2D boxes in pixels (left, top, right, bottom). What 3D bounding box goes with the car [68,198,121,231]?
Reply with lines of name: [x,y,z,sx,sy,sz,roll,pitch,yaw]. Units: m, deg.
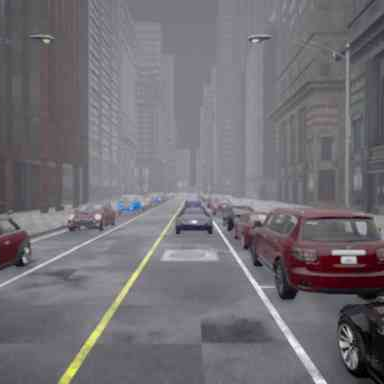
car: [-5.753,1.333,19.516,1.967,1.590,4.097,0,0,0]

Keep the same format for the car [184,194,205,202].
car: [0.122,1.280,36.360,1.882,1.535,5.008,0,0,0]

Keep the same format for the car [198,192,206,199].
car: [2.815,0.844,92.788,2.192,1.841,5.009,0,0,0]

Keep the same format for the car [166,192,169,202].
car: [-5.730,1.003,58.971,2.192,1.841,5.009,0,0,0]

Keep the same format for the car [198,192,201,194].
car: [2.806,1.187,75.882,1.802,1.307,4.206,0,0,0]

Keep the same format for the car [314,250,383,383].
car: [2.763,1.551,2.610,1.947,1.339,4.313,0,0,0]

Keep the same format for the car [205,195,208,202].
car: [2.786,1.339,42.064,1.947,1.339,4.313,0,0,0]

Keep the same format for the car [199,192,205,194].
car: [2.803,1.214,70.245,1.802,1.307,4.206,0,0,0]

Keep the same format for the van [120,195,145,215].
van: [-5.746,1.173,30.788,1.690,1.788,3.998,0,0,0]

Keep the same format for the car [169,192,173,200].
car: [-5.722,1.198,70.245,1.947,1.339,4.313,0,0,0]

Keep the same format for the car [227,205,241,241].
car: [2.769,1.468,13.883,1.887,1.381,4.507,0,0,0]

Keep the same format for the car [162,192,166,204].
car: [-5.733,1.157,53.334,1.967,1.590,4.097,0,0,0]

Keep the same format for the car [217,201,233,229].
car: [2.773,1.459,19.519,1.947,1.339,4.313,0,0,0]

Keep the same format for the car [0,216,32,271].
car: [-5.759,1.395,8.242,1.967,1.590,4.097,0,0,0]

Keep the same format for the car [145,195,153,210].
car: [-5.742,1.328,36.256,1.752,1.417,4.829,0,0,0]

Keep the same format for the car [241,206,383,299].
car: [2.765,1.269,8.246,2.192,1.841,5.009,0,0,0]

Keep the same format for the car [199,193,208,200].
car: [2.809,1.019,81.517,1.967,1.590,4.097,0,0,0]

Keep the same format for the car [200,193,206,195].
car: [2.796,1.270,58.973,1.802,1.307,4.206,0,0,0]

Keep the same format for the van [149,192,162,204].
van: [-5.736,1.086,47.697,1.690,1.788,3.998,0,0,0]

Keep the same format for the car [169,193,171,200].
car: [-5.725,1.226,64.609,1.947,1.339,4.313,0,0,0]

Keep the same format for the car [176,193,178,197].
car: [-5.709,1.055,92.621,1.752,1.417,4.829,0,0,0]

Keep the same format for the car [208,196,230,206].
car: [2.779,1.272,30.790,1.967,1.590,4.097,0,0,0]

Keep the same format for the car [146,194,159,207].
car: [-5.739,1.324,42.062,2.008,1.369,4.403,0,0,0]

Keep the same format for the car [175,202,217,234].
car: [0.112,1.462,18.644,1.994,1.385,4.181,0,0,0]
